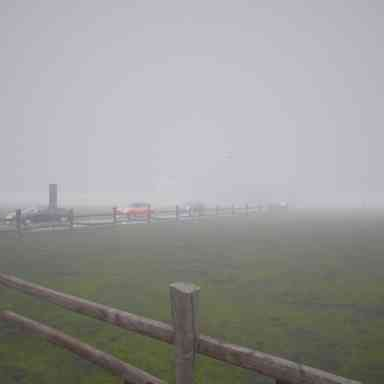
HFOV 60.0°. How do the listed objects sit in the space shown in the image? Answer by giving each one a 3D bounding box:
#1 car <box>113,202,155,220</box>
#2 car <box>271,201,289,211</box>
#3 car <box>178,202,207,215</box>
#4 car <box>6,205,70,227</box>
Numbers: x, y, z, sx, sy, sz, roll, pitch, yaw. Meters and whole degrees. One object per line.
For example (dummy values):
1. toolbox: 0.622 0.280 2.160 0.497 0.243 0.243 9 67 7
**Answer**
1. car: -5.911 1.836 34.085 2.097 1.767 4.553 -1 -1 35
2. car: 15.557 2.407 59.338 2.097 1.767 4.553 -1 -1 37
3. car: -0.041 2.018 42.367 2.097 1.767 4.553 -1 -1 35
4. car: -11.727 1.795 25.885 2.128 1.511 4.902 -1 -1 36
